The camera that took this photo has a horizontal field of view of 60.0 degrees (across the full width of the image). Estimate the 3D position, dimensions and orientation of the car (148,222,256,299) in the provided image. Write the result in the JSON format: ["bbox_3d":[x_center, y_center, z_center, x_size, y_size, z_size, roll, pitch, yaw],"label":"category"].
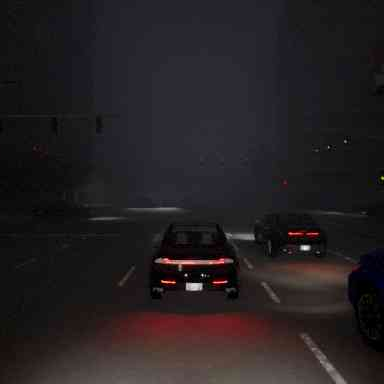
[{"bbox_3d":[0.066,1.492,8.413,2.128,1.511,4.902,0,0,1],"label":"car"}]

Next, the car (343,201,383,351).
[{"bbox_3d":[3.606,1.221,3.049,2.150,2.045,5.566,0,0,0],"label":"car"}]

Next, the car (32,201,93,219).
[{"bbox_3d":[-10.994,1.507,28.347,4.892,1.490,1.837,-1,0,0],"label":"car"}]

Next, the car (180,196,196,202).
[{"bbox_3d":[-1.018,1.566,73.312,1.895,1.301,4.718,0,0,-27],"label":"car"}]

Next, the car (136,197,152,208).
[{"bbox_3d":[-7.010,1.505,48.730,1.837,1.490,4.892,0,0,0],"label":"car"}]

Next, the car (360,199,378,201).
[{"bbox_3d":[17.146,1.505,28.466,4.892,1.490,1.837,0,0,0],"label":"car"}]

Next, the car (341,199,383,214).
[{"bbox_3d":[18.678,1.526,35.673,4.674,1.442,1.812,0,0,0],"label":"car"}]

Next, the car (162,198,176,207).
[{"bbox_3d":[-3.494,1.601,51.363,1.895,1.301,4.718,0,0,1],"label":"car"}]

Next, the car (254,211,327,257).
[{"bbox_3d":[3.616,1.505,12.880,1.837,1.490,4.892,0,0,1],"label":"car"}]
